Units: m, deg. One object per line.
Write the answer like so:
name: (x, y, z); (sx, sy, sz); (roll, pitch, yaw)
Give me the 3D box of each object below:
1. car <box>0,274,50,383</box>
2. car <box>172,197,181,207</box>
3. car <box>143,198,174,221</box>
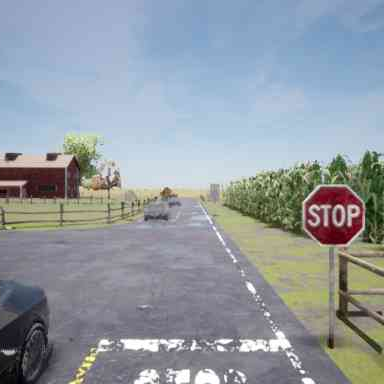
car: (-2.747, 1.528, 2.615); (1.812, 1.442, 4.674); (0, 0, 0)
car: (-2.704, 1.532, 52.117); (1.994, 1.385, 4.181); (0, 0, 0)
car: (-2.725, 1.541, 26.812); (1.837, 1.490, 4.892); (0, 0, 0)
